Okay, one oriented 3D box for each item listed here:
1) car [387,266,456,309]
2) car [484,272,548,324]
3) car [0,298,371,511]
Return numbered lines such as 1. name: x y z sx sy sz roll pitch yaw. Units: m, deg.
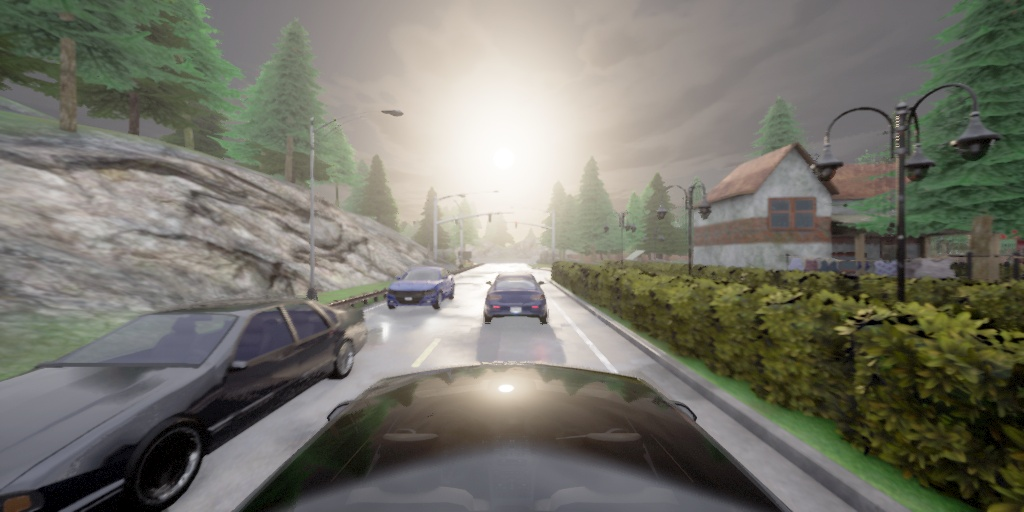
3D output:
1. car: -3.559 1.192 14.825 1.882 1.535 5.008 0 0 0
2. car: 0.106 1.248 11.751 1.812 1.442 4.674 0 0 0
3. car: -3.595 1.290 4.506 2.033 1.411 5.357 0 0 0
